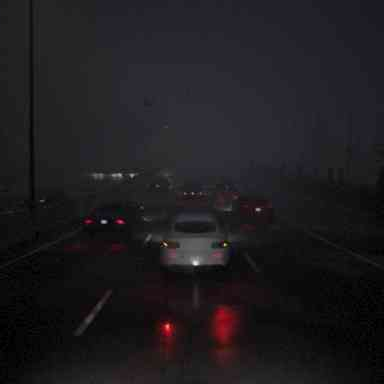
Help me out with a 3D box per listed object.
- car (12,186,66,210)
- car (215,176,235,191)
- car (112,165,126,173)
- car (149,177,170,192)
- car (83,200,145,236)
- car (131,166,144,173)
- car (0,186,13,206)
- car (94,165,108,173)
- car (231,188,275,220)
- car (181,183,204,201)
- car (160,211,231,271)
[{"bbox_3d":[-10.630,0.364,24.059,1.812,1.442,4.674,0,5,0],"label":"car"},{"bbox_3d":[3.551,-0.981,35.930,1.812,1.442,4.674,0,7,0],"label":"car"},{"bbox_3d":[-14.102,-4.475,64.482,2.128,1.511,4.902,0,7,0],"label":"car"},{"bbox_3d":[-3.448,-0.881,35.417,1.994,1.385,4.181,0,7,0],"label":"car"},{"bbox_3d":[-3.421,1.060,15.409,2.033,1.411,5.357,0,4,0],"label":"car"},{"bbox_3d":[-10.601,-4.374,64.475,1.895,1.301,4.718,0,7,0],"label":"car"},{"bbox_3d":[-14.130,0.364,24.062,1.812,1.442,4.674,0,5,0],"label":"car"},{"bbox_3d":[-17.597,-4.470,64.478,2.128,1.511,4.902,0,7,0],"label":"car"},{"bbox_3d":[3.572,0.759,19.965,1.994,1.385,4.181,0,5,0],"label":"car"},{"bbox_3d":[0.060,-0.108,28.825,2.033,1.411,5.357,0,7,0],"label":"car"},{"bbox_3d":[0.078,1.308,10.071,1.812,1.442,4.674,0,2,0],"label":"car"}]
